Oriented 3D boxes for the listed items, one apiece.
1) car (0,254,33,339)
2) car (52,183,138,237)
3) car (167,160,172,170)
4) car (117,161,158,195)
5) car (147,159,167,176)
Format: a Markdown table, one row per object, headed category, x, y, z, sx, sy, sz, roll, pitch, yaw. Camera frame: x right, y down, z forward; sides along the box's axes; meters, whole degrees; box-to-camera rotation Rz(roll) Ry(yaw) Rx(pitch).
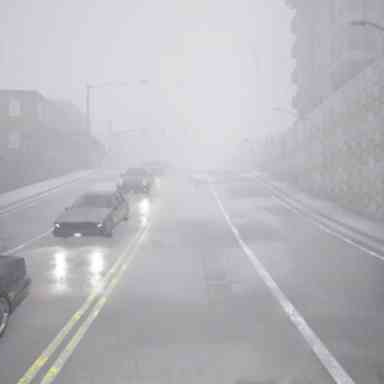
| category | x | y | z | sx | sy | sz | roll | pitch | yaw |
| --- | --- | --- | --- | --- | --- | --- | --- | --- | --- |
| car | -3.617 | 1.470 | 3.363 | 2.033 | 1.411 | 5.357 | 0 | 2 | -1 |
| car | -3.709 | 0.703 | 13.348 | 2.033 | 1.411 | 5.357 | 0 | 7 | 0 |
| car | -3.925 | -3.896 | 48.203 | 1.812 | 1.442 | 4.674 | 0 | 0 | -1 |
| car | -3.785 | -0.938 | 22.991 | 2.097 | 1.767 | 4.553 | 0 | 9 | 0 |
| car | -3.837 | -2.463 | 33.064 | 1.837 | 1.490 | 4.892 | 0 | 10 | 0 |
